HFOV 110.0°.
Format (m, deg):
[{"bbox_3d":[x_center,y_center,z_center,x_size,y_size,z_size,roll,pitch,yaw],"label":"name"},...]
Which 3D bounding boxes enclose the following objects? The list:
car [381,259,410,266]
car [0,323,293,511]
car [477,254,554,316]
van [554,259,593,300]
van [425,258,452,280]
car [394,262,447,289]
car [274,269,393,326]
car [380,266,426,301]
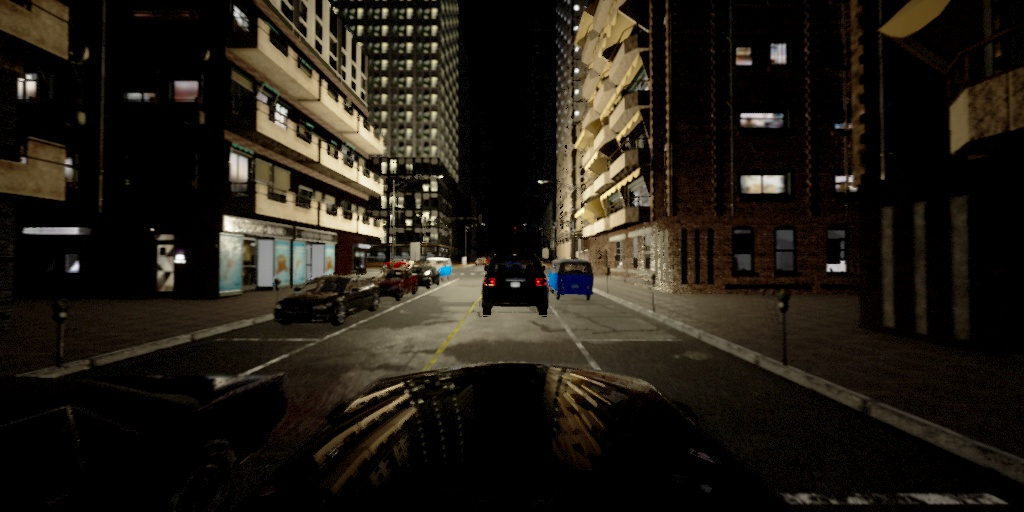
[{"bbox_3d":[-16.485,1.138,50.780,4.097,1.591,1.967,0,0,0],"label":"car"},{"bbox_3d":[-3.095,1.352,1.225,1.895,1.301,4.718,0,0,0],"label":"car"},{"bbox_3d":[0.102,0.945,13.375,2.150,2.045,5.566,0,0,0],"label":"car"},{"bbox_3d":[2.694,1.057,17.119,1.690,1.789,3.998,0,0,0],"label":"van"},{"bbox_3d":[-5.823,1.032,28.149,1.690,1.789,3.998,0,0,0],"label":"van"},{"bbox_3d":[-5.654,1.270,22.607,1.948,1.339,4.313,0,0,0],"label":"car"},{"bbox_3d":[-5.655,1.279,11.527,2.007,1.370,4.403,0,0,0],"label":"car"},{"bbox_3d":[-5.654,1.298,17.068,1.802,1.307,4.207,0,0,0],"label":"car"}]
